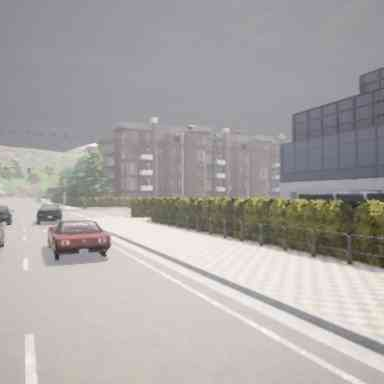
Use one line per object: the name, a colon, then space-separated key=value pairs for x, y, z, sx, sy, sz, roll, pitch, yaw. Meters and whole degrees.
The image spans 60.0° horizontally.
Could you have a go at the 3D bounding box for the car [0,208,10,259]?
car: x=-8.214 y=1.607 z=12.588 sx=1.882 sy=1.535 sz=5.008 roll=0 pitch=0 yaw=-26

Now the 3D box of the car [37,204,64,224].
car: x=-11.790 y=1.768 z=27.668 sx=1.882 sy=1.535 sz=5.008 roll=0 pitch=0 yaw=-23

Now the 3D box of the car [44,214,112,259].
car: x=-4.656 y=1.743 z=13.289 sx=1.895 sy=1.301 sz=4.718 roll=0 pitch=-1 yaw=-27

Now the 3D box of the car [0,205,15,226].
car: x=-14.747 y=1.769 z=25.337 sx=1.837 sy=1.490 sz=4.892 roll=0 pitch=0 yaw=-27
